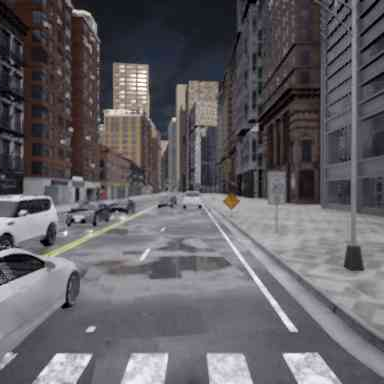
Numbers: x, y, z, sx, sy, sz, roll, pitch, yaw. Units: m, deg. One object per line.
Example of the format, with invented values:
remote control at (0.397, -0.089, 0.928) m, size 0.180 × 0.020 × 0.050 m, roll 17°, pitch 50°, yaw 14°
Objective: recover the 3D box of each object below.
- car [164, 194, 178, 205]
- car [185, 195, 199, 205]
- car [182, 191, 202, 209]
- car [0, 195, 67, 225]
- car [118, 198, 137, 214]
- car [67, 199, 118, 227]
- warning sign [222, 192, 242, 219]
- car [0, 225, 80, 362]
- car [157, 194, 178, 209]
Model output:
car at (-3.263, 1.154, 51.342) m, size 1.837 × 1.490 × 4.892 m, roll 0°, pitch 0°, yaw 0°
car at (-0.021, 1.202, 50.471) m, size 2.033 × 1.411 × 5.357 m, roll 0°, pitch 0°, yaw 0°
car at (0.030, 0.948, 39.966) m, size 2.150 × 2.045 × 5.566 m, roll 0°, pitch 0°, yaw 0°
car at (-6.608, 1.145, 11.686) m, size 2.150 × 2.045 × 5.566 m, roll 0°, pitch 0°, yaw 0°
car at (-6.598, 1.329, 32.091) m, size 2.033 × 1.411 × 5.357 m, roll 0°, pitch 0°, yaw 1°
car at (-6.608, 1.346, 21.707) m, size 2.128 × 1.511 × 4.902 m, roll 0°, pitch 0°, yaw 0°
warning sign at (2.838, 0.953, 23.957) m, size 1.300 × 1.860 × 1.060 m, roll 0°, pitch 0°, yaw 0°
car at (-3.151, 1.495, 4.777) m, size 1.812 × 1.442 × 4.674 m, roll 0°, pitch 0°, yaw 0°
car at (-3.165, 1.269, 40.746) m, size 2.033 × 1.411 × 5.357 m, roll 0°, pitch 0°, yaw 0°
